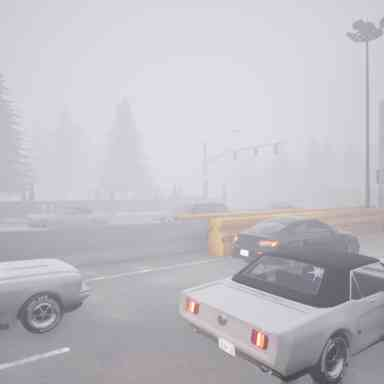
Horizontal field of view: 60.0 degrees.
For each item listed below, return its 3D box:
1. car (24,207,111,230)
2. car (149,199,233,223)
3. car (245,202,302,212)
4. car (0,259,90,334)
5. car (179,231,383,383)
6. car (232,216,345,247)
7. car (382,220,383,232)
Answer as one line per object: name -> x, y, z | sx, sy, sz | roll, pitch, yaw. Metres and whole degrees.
car -> -7.501, 1.571, 20.112 | 4.718, 1.301, 1.895 | -1, 0, -35
car -> 0.031, 1.291, 16.848 | 4.553, 1.767, 2.097 | 0, 0, -35
car -> 6.194, 1.467, 25.388 | 4.718, 1.301, 1.895 | 0, 0, -35
car -> -4.115, 1.601, 5.110 | 4.718, 1.301, 1.895 | 0, 0, -35
car -> 2.237, 1.576, 5.323 | 4.718, 1.301, 1.895 | -1, 0, -35
car -> 3.306, 1.473, 10.364 | 4.674, 1.442, 1.812 | -1, 0, -35
car -> 10.695, 1.406, 15.604 | 4.674, 1.442, 1.812 | -1, 0, -36
